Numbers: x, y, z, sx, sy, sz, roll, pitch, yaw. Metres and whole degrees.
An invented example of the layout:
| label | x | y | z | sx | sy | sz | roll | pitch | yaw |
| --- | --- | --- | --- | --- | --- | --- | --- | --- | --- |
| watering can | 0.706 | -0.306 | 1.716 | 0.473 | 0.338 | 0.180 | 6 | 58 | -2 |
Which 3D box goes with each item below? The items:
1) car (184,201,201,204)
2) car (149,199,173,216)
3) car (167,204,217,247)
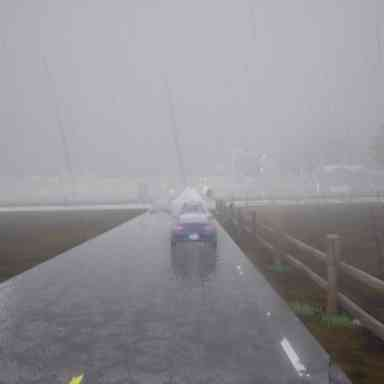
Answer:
| label | x | y | z | sx | sy | sz | roll | pitch | yaw |
| --- | --- | --- | --- | --- | --- | --- | --- | --- | --- |
| car | 0.052 | 1.461 | 29.830 | 1.895 | 1.301 | 4.718 | 0 | 0 | 0 |
| car | -2.790 | 1.379 | 31.155 | 1.812 | 1.442 | 4.674 | 0 | 0 | 0 |
| car | 0.070 | 1.468 | 14.463 | 1.812 | 1.442 | 4.674 | 0 | 0 | 0 |
